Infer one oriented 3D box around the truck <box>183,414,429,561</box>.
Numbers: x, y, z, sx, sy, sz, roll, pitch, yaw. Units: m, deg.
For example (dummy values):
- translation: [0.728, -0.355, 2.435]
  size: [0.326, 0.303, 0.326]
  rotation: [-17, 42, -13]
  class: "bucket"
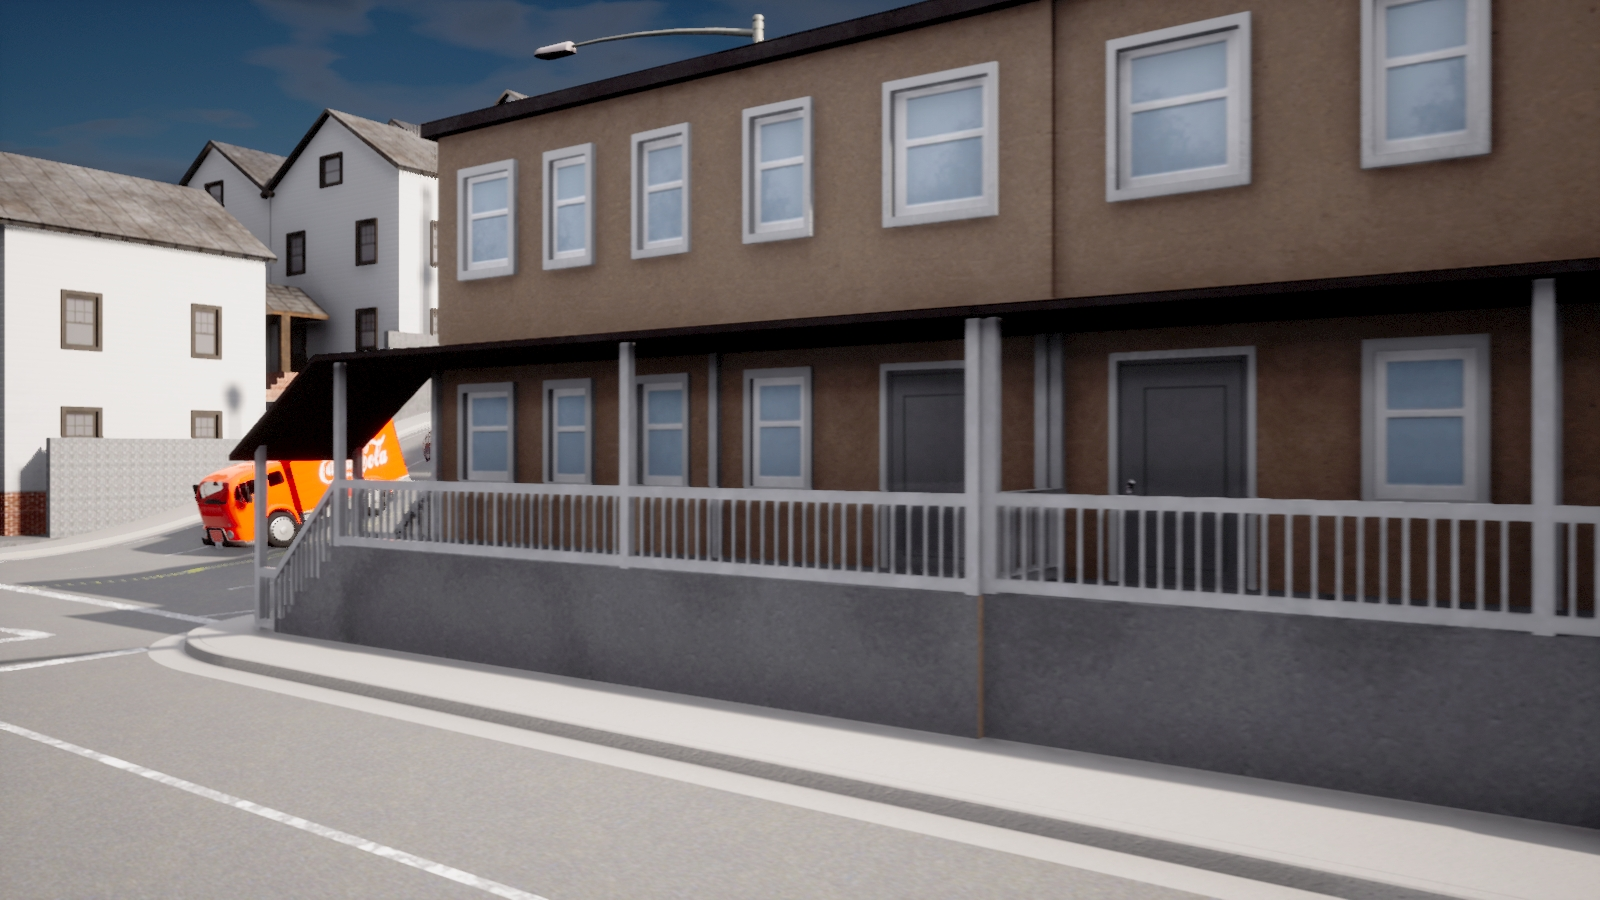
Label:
- translation: [-13.352, 0.882, 31.282]
  size: [2.627, 2.467, 5.204]
  rotation: [0, 16, 34]
  class: "truck"
